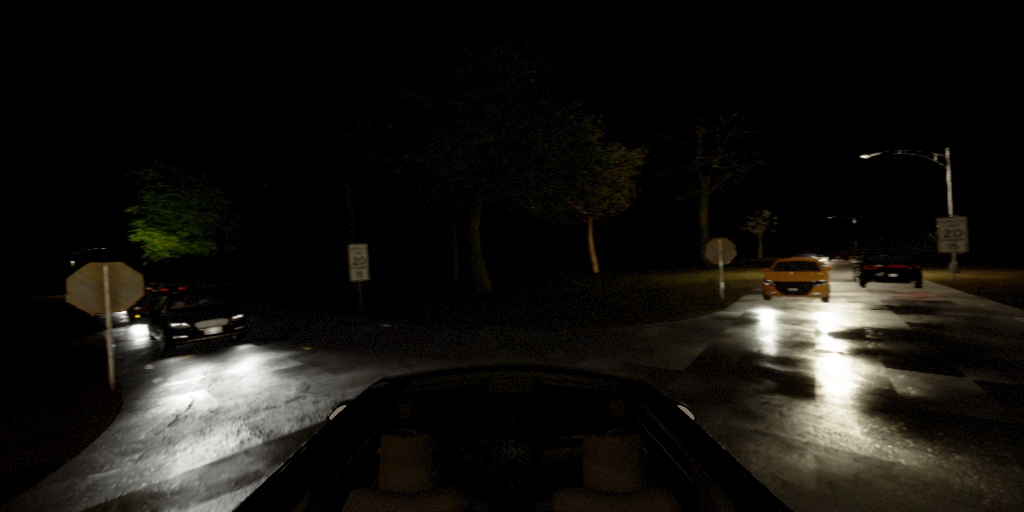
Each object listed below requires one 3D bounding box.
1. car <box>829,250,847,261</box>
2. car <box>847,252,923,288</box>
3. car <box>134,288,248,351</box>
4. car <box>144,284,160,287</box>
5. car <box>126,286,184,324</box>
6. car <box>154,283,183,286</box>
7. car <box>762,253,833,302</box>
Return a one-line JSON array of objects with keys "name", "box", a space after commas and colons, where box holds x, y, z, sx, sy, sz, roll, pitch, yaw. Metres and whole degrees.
[{"name": "car", "box": [40.196, -0.060, 44.287, 1.812, 1.442, 4.674, -3, -1, 40]}, {"name": "car", "box": [17.242, 0.581, 16.662, 1.882, 1.535, 5.008, -3, 0, 40]}, {"name": "car", "box": [-10.059, 1.889, 11.360, 4.902, 1.511, 2.128, -3, 0, 40]}, {"name": "car", "box": [-27.427, 3.008, 26.062, 4.181, 1.385, 1.994, -3, 0, 40]}, {"name": "car", "box": [-17.629, 2.415, 17.749, 4.181, 1.385, 1.994, -3, 0, 42]}, {"name": "car", "box": [-33.004, 3.320, 34.633, 4.674, 1.442, 1.812, -4, 0, 40]}, {"name": "car", "box": [11.169, 0.813, 14.054, 1.882, 1.535, 5.008, -3, 0, 41]}]
